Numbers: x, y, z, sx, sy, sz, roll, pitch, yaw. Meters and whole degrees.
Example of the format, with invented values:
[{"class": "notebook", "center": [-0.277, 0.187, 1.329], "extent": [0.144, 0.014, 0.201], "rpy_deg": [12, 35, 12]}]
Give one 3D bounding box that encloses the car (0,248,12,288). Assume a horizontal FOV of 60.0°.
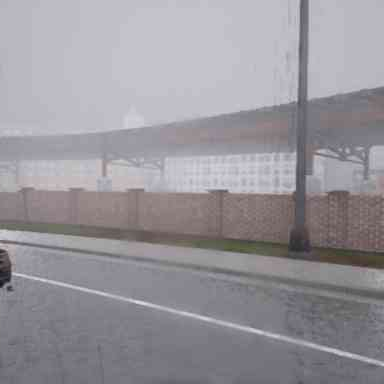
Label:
[{"class": "car", "center": [-6.009, 1.491, 7.542], "extent": [4.674, 1.442, 1.812], "rpy_deg": [0, 0, 30]}]
